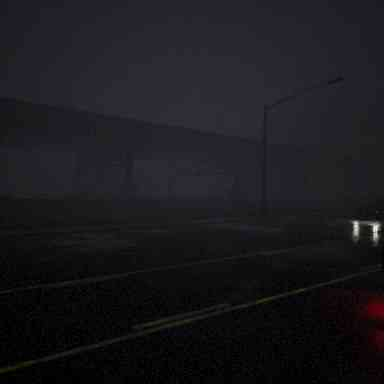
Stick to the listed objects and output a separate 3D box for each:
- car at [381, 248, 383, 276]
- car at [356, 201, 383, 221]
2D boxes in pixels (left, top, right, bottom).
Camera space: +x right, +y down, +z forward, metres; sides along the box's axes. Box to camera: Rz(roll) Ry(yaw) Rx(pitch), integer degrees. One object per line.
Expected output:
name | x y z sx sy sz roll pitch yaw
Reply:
car | 6.756 1.538 8.583 4.892 1.490 1.837 0 0 -35
car | 15.901 1.513 28.219 5.008 1.535 1.882 0 0 -35
